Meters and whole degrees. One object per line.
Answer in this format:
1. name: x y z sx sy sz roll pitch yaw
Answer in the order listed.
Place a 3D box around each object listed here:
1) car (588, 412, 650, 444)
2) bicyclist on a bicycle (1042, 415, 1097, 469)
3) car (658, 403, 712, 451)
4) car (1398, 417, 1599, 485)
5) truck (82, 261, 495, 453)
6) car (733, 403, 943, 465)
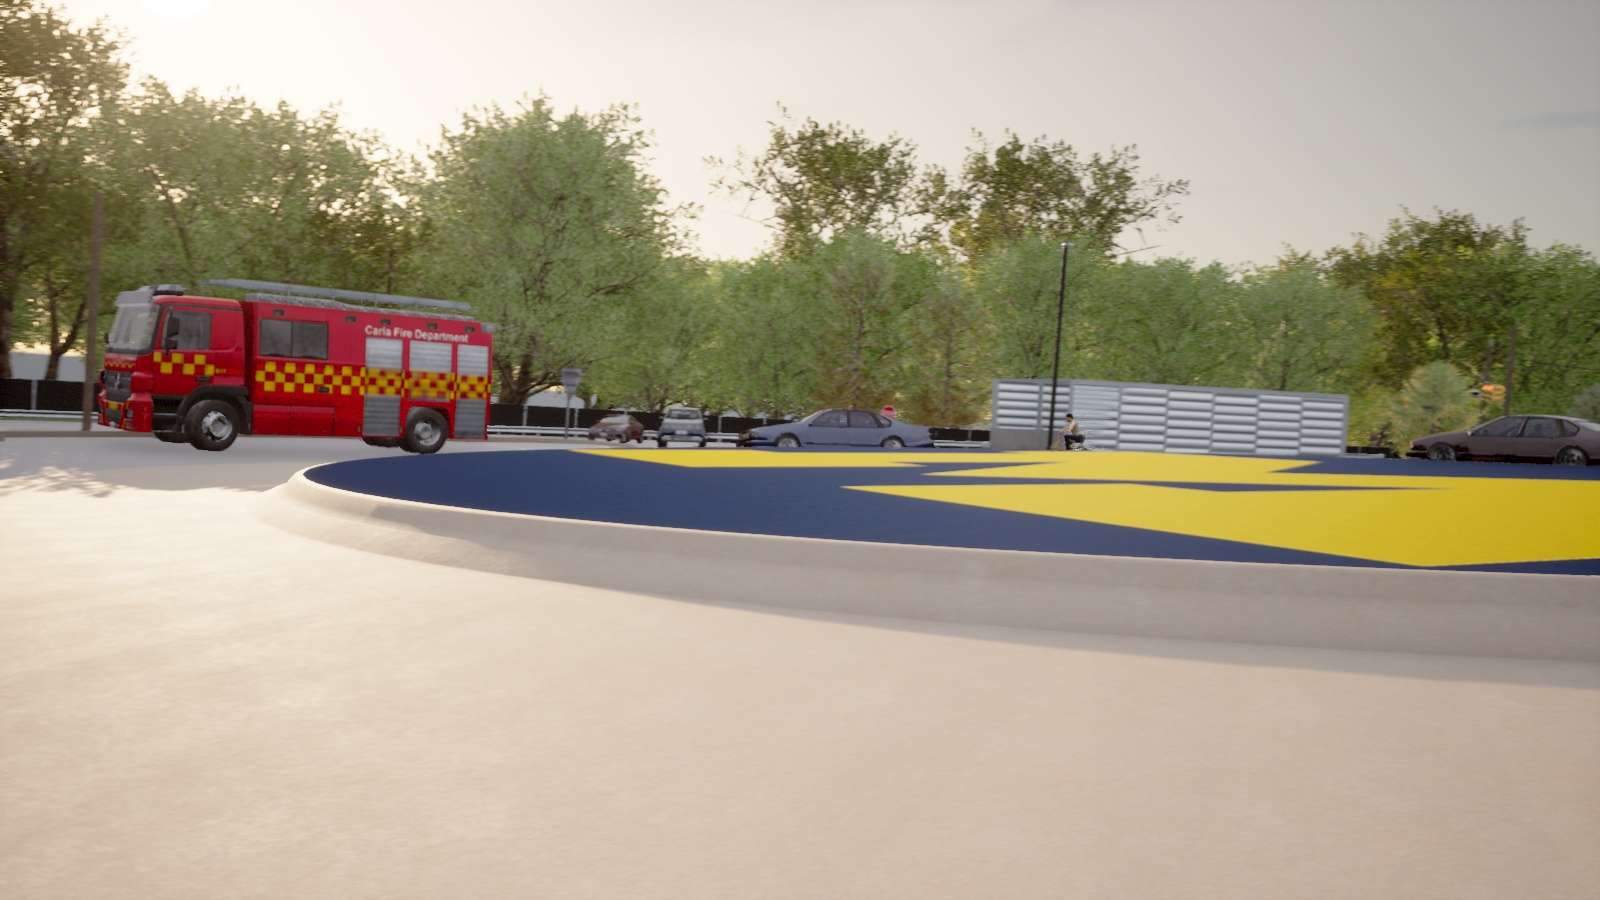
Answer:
1. car: -8.955 -1.116 62.441 1.812 1.442 4.674 3 2 8
2. bicyclist on a bicycle: 8.257 -0.254 38.463 1.509 1.612 0.866 0 3 23
3. car: -4.158 -0.799 45.821 1.789 1.549 3.705 2 -1 -4
4. car: 17.282 0.022 29.626 2.033 1.411 5.357 3 0 -34
5. truck: -11.891 -2.021 29.912 8.468 3.827 2.891 2 4 -44
6. car: 1.028 -0.395 34.476 5.357 1.411 2.033 2 -3 -17
